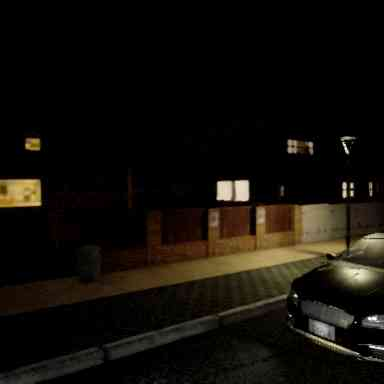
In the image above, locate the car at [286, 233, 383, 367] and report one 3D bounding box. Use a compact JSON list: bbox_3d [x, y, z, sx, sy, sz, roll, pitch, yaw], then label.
[{"bbox_3d":[3.650,1.490,5.677,4.902,1.511,2.128,0,0,-36],"label":"car"}]
